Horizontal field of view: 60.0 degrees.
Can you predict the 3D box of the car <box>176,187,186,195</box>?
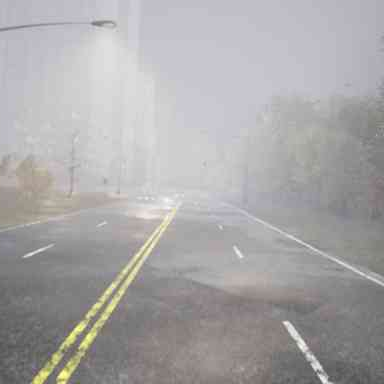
[{"bbox_3d":[-3.070,-0.089,85.426,1.837,1.490,4.892,3,1,0],"label":"car"}]
